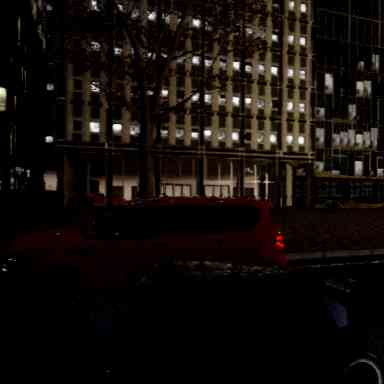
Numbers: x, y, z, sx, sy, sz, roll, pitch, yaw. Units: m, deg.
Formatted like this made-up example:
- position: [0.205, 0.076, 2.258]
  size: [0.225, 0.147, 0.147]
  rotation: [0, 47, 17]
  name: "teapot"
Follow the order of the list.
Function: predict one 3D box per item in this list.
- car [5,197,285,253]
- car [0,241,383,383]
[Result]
- position: [-0.789, 1.128, 6.774]
  size: [5.566, 2.045, 2.150]
  rotation: [1, 1, -18]
  name: "car"
- position: [0.090, 1.502, 3.651]
  size: [5.357, 1.411, 2.033]
  rotation: [1, 1, -18]
  name: "car"
